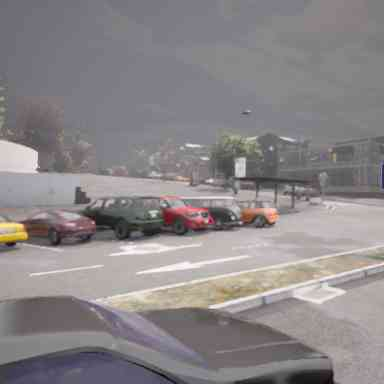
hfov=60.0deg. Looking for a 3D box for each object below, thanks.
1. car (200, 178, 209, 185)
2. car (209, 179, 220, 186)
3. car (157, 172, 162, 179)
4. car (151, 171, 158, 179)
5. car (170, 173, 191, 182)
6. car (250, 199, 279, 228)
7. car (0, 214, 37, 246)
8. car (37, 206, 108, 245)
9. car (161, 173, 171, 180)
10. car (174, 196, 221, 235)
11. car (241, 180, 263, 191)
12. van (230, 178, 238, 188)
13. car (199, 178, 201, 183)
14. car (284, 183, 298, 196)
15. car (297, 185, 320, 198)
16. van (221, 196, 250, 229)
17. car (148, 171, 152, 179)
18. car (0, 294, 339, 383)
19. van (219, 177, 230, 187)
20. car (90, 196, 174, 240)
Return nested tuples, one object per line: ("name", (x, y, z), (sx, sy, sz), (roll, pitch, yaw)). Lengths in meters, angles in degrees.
("car", (4.496, -2.100, 70.717), (2.002, 1.452, 4.674), (7, 4, 35))
("car", (6.330, -1.868, 68.398), (1.946, 1.575, 5.366), (7, 3, 35))
("car", (-6.010, -3.908, 85.405), (2.185, 1.767, 4.553), (6, 3, 34))
("car", (-7.743, -4.143, 87.873), (2.185, 1.767, 4.553), (4, 1, 33))
("car", (-2.361, -3.234, 80.683), (1.946, 1.575, 5.366), (7, 3, 34))
("car", (3.445, 1.376, 22.482), (4.553, 1.767, 2.185), (-1, -1, 35))
("car", (-9.043, 1.490, 13.961), (5.366, 1.575, 1.946), (-1, -1, 35))
("car", (-6.438, 1.533, 15.591), (4.674, 1.452, 2.002), (-1, -1, 35))
("car", (-4.214, -3.756, 82.940), (2.435, 2.045, 5.566), (7, 4, 34))
("car", (-1.500, 1.246, 19.058), (5.566, 2.045, 2.435), (-1, -1, 35))
("car", (11.400, -1.048, 60.838), (2.231, 1.521, 4.892), (7, 3, 35))
("van", (9.638, -1.546, 63.199), (1.878, 1.987, 4.442), (7, 4, 35))
("car", (2.752, -2.374, 73.178), (2.002, 1.452, 4.674), (7, 3, 35))
("car", (16.617, -0.481, 53.457), (2.435, 2.045, 5.566), (7, 3, 35))
("car", (18.310, 0.082, 50.987), (2.002, 1.452, 4.674), (7, 3, 35))
("van", (1.037, 1.273, 20.730), (4.442, 1.987, 1.878), (-1, -1, 35))
("car", (-9.516, -4.421, 90.219), (2.435, 2.045, 5.566), (1, -1, 34))
("car", (-1.209, 1.548, 2.264), (5.357, 1.411, 2.033), (0, 0, -35))
("van", (7.906, -1.820, 65.669), (1.878, 1.987, 4.442), (7, 4, 35))
("car", (-4.012, 1.244, 17.351), (5.566, 2.045, 2.435), (-1, -1, 35))
